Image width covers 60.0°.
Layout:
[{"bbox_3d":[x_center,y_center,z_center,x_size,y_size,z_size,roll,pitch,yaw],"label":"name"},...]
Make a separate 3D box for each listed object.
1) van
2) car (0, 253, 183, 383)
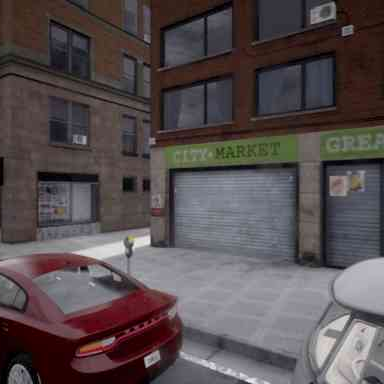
[{"bbox_3d":[2.396,1.342,1.367,3.998,1.788,1.690,0,0,35],"label":"van"},{"bbox_3d":[-2.213,1.543,4.653,4.507,1.381,1.887,0,0,35],"label":"car"}]
